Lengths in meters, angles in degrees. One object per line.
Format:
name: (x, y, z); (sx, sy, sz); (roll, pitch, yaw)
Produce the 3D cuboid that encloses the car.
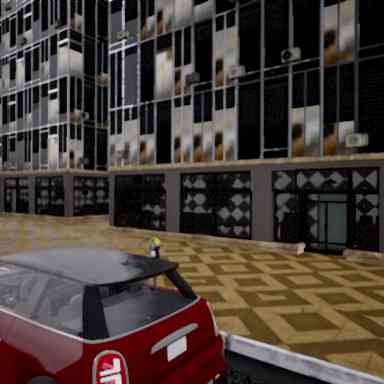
car: (-1.716, 1.397, 4.095); (4.097, 1.590, 1.967); (1, 0, 35)
